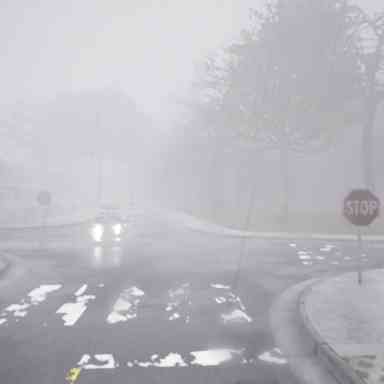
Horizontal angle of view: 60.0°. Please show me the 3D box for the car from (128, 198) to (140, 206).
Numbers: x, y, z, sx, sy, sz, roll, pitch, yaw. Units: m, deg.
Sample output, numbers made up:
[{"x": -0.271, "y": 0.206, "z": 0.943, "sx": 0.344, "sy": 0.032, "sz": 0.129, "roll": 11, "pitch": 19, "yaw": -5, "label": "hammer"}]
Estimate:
[{"x": -10.642, "y": 1.844, "z": 60.951, "sx": 2.128, "sy": 1.511, "sz": 4.902, "roll": 0, "pitch": -1, "yaw": -12, "label": "car"}]

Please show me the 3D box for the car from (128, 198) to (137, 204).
[{"x": -12.788, "y": 1.885, "z": 71.180, "sx": 1.895, "sy": 1.301, "sz": 4.718, "roll": 0, "pitch": -1, "yaw": -12, "label": "car"}]

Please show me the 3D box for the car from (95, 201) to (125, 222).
[{"x": -6.756, "y": 1.690, "z": 27.479, "sx": 1.895, "sy": 1.301, "sz": 4.718, "roll": 0, "pitch": 0, "yaw": -7, "label": "car"}]

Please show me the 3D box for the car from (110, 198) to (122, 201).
[{"x": -8.877, "y": 1.624, "z": 38.675, "sx": 1.882, "sy": 1.535, "sz": 5.008, "roll": 0, "pitch": -1, "yaw": -12, "label": "car"}]

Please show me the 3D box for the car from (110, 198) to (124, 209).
[{"x": -11.560, "y": 1.744, "z": 51.521, "sx": 2.128, "sy": 1.511, "sz": 4.902, "roll": 0, "pitch": -1, "yaw": -12, "label": "car"}]
